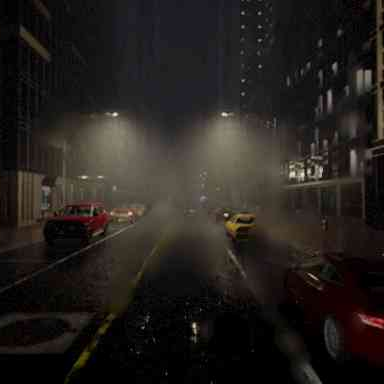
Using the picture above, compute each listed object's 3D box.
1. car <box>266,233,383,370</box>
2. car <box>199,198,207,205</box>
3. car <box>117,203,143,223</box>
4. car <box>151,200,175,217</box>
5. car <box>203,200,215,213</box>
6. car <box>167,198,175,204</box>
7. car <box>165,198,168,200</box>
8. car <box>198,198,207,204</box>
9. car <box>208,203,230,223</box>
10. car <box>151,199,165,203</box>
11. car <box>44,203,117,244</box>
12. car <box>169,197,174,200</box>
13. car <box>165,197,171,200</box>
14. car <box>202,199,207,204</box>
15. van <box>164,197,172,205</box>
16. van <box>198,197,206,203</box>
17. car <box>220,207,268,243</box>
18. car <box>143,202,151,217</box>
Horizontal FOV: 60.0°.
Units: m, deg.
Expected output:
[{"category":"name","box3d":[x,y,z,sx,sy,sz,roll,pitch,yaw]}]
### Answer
[{"category":"car","box3d":[2.697,1.646,5.677,1.802,1.307,4.206,1,-1,0]},{"category":"car","box3d":[2.703,2.121,56.746,1.887,1.381,4.507,1,-1,0]},{"category":"car","box3d":[-5.680,1.742,28.395,1.967,1.590,4.097,1,-1,0]},{"category":"car","box3d":[-2.997,1.904,36.114,1.812,1.442,4.674,0,-1,0]},{"category":"car","box3d":[2.701,1.958,39.725,1.887,1.381,4.507,1,-1,0]},{"category":"car","box3d":[-5.674,2.438,90.821,1.947,1.339,4.313,1,0,0]},{"category":"car","box3d":[-5.677,2.121,56.770,1.887,1.381,4.507,1,-1,0]},{"category":"car","box3d":[2.706,2.375,85.118,2.008,1.369,4.403,1,0,0]},{"category":"car","box3d":[2.700,1.867,28.375,1.947,1.339,4.313,1,-1,0]},{"category":"car","box3d":[-5.678,2.089,51.095,1.947,1.339,4.313,1,-1,0]},{"category":"car","box3d":[-5.680,1.500,17.046,2.192,1.841,5.009,1,-1,0]},{"category":"car","box3d":[-5.675,2.168,73.797,1.967,1.590,4.097,1,0,0]},{"category":"car","box3d":[-5.677,2.179,62.447,2.008,1.369,4.403,1,-1,0]},{"category":"car","box3d":[2.702,2.051,45.397,1.802,1.307,4.206,1,-1,0]},{"category":"van","box3d":[-5.673,2.117,79.473,1.690,1.788,3.998,1,0,0]},{"category":"van","box3d":[2.708,2.117,79.446,1.690,1.788,3.998,1,0,0]},{"category":"car","box3d":[2.699,1.712,17.197,1.752,1.417,4.829,1,-1,0]},{"category":"car","box3d":[-5.680,1.882,33.900,1.752,1.417,4.829,1,-1,0]}]
